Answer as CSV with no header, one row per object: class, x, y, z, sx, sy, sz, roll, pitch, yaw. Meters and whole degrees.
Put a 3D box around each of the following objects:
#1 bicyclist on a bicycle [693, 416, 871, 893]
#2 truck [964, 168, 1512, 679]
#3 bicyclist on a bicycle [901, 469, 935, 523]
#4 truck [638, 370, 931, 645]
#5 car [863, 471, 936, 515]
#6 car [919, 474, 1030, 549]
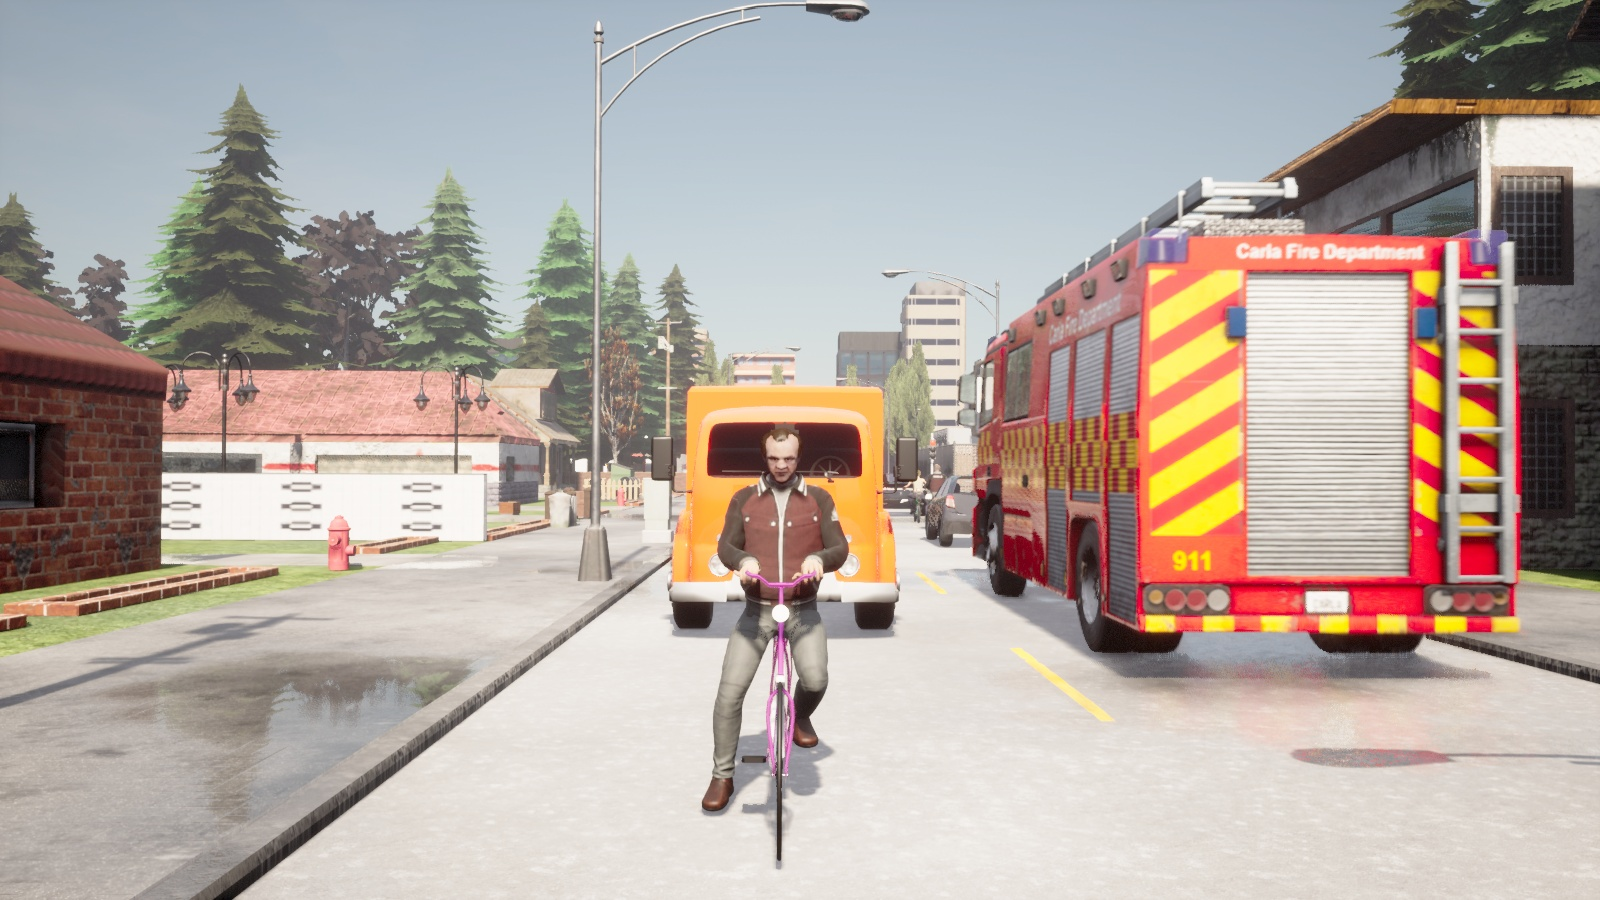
bicyclist on a bicycle,-0.079,0.780,5.614,0.659,1.776,1.843,0,-1,-1
truck,3.834,-0.137,13.651,2.891,3.827,8.468,0,-1,-1
bicyclist on a bicycle,3.580,1.378,38.293,0.866,1.612,1.509,0,-1,-1
truck,-0.168,0.562,13.922,2.627,2.467,5.204,0,-1,-1
car,3.519,1.516,45.323,2.128,1.511,4.902,0,-1,-1
car,3.697,1.269,27.173,1.845,1.501,3.633,0,-1,-1
